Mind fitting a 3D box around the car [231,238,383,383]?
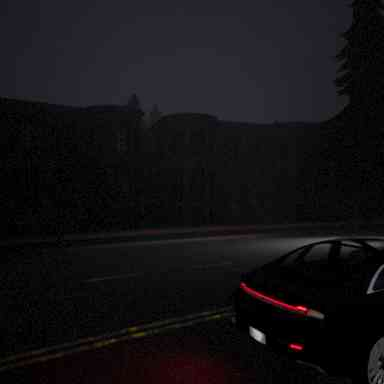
[{"bbox_3d":[2.923,1.476,5.076,4.902,1.511,2.128,0,0,-28],"label":"car"}]
